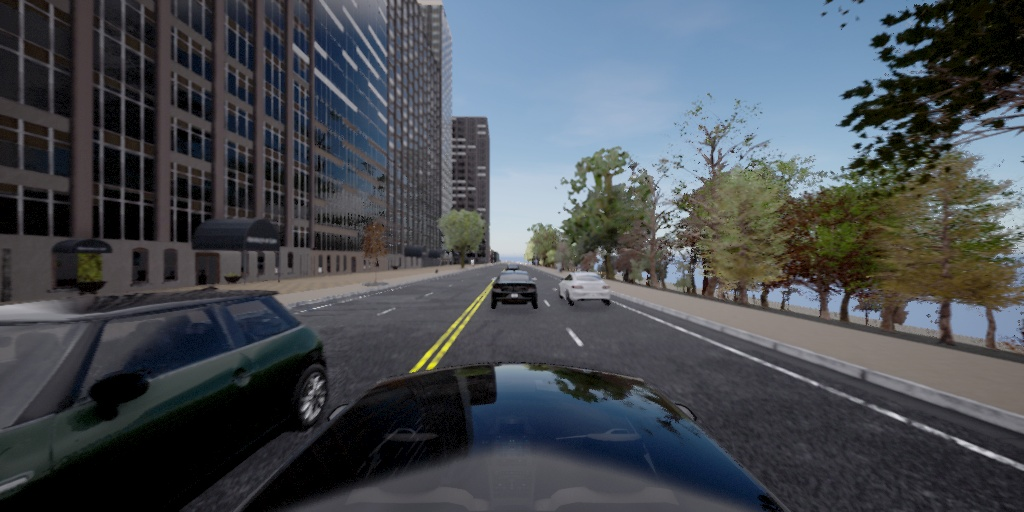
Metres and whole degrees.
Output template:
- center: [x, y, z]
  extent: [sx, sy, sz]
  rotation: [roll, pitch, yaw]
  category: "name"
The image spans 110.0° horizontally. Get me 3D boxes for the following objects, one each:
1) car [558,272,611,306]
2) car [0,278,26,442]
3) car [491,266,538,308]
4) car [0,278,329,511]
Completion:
- center: [3.348, 1.475, 17.063]
  extent: [1.812, 1.442, 4.674]
  rotation: [0, -1, 0]
  category: "car"
- center: [-6.600, 1.103, 1.807]
  extent: [2.097, 1.767, 4.553]
  rotation: [0, -1, 0]
  category: "car"
- center: [0.097, 1.418, 16.368]
  extent: [1.882, 1.535, 5.008]
  rotation: [0, -1, 0]
  category: "car"
- center: [-3.352, 1.113, 2.600]
  extent: [2.097, 1.767, 4.553]
  rotation: [0, -1, 0]
  category: "car"
